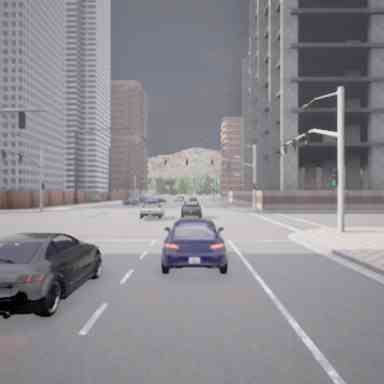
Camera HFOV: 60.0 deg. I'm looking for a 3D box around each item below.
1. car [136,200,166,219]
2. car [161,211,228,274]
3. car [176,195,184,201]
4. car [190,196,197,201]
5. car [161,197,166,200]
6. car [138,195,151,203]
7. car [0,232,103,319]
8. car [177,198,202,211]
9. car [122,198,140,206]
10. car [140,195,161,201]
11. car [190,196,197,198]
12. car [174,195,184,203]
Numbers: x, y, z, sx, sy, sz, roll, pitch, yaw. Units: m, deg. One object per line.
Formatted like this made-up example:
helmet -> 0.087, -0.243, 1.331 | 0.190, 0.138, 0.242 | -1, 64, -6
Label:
car -> -3.560, 1.682, 30.323 | 1.895, 1.301, 4.718 | 0, 0, 0
car -> 0.071, 1.555, 10.601 | 1.812, 1.442, 4.674 | 0, 0, 0
car -> -3.050, 1.630, 88.388 | 1.882, 1.535, 5.008 | 0, 0, 1
car -> 0.450, 1.676, 88.333 | 1.812, 1.442, 4.674 | 0, 0, 1
car -> -6.796, 1.789, 72.653 | 1.895, 1.301, 4.718 | 0, 0, 1
car -> -10.294, 1.549, 72.830 | 2.097, 1.767, 4.553 | 0, 0, 1
car -> -3.443, 1.584, 7.508 | 1.994, 1.385, 4.181 | 0, 0, 1
car -> -0.075, 1.577, 31.938 | 2.128, 1.511, 4.902 | 0, 0, 0
car -> -10.589, 1.717, 57.242 | 1.994, 1.385, 4.181 | 0, 0, 1
car -> -7.090, 1.630, 57.132 | 1.882, 1.535, 5.008 | 0, 0, 1
car -> 0.292, 1.732, 78.227 | 1.812, 1.442, 4.674 | 0, 0, 1
car -> -3.210, 1.798, 78.091 | 1.895, 1.301, 4.718 | 0, 0, 1
